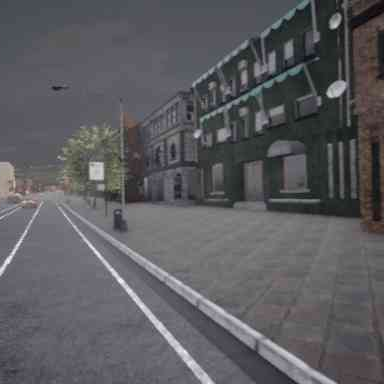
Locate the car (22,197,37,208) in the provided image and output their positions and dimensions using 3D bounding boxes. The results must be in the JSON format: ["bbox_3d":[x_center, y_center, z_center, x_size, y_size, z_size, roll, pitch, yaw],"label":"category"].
[{"bbox_3d":[-26.677,1.677,54.597,2.097,1.767,4.553,-1,1,-23],"label":"car"}]
